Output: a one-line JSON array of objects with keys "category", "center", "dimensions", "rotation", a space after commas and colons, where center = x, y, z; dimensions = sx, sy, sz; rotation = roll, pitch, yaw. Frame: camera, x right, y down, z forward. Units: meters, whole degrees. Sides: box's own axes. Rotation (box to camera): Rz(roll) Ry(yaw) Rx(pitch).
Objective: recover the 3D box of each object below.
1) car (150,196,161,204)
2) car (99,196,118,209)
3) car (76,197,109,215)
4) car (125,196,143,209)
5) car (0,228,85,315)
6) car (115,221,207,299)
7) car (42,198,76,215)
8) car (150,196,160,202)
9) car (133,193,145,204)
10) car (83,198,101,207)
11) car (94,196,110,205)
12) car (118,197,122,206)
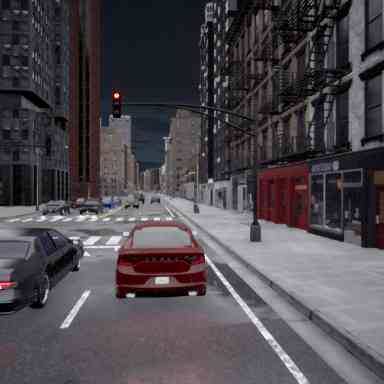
[{"category": "car", "center": [-7.115, 1.533, 65.178], "dimensions": [1.837, 1.490, 4.892], "rotation": [0, 0, -6]}, {"category": "car", "center": [-11.522, 1.495, 44.628], "dimensions": [1.882, 1.535, 5.008], "rotation": [0, 0, -6]}, {"category": "car", "center": [-10.451, 1.559, 34.984], "dimensions": [2.033, 1.411, 5.357], "rotation": [0, 0, -6]}, {"category": "car", "center": [-8.310, 1.619, 46.839], "dimensions": [1.895, 1.301, 4.718], "rotation": [0, 0, -7]}, {"category": "car", "center": [-3.909, 1.547, 7.715], "dimensions": [2.033, 1.411, 5.357], "rotation": [0, 0, -6]}, {"category": "car", "center": [-0.803, 1.478, 8.584], "dimensions": [1.882, 1.535, 5.008], "rotation": [0, 0, -6]}, {"category": "car", "center": [-13.569, 1.516, 33.648], "dimensions": [1.837, 1.490, 4.892], "rotation": [0, 0, -6]}, {"category": "car", "center": [-8.376, 1.573, 75.480], "dimensions": [2.033, 1.411, 5.357], "rotation": [0, 0, -6]}, {"category": "car", "center": [-10.481, 1.253, 66.021], "dimensions": [2.150, 2.045, 5.566], "rotation": [0, 0, -6]}, {"category": "car", "center": [-15.647, 1.623, 52.268], "dimensions": [1.895, 1.301, 4.718], "rotation": [0, 0, -6]}, {"category": "car", "center": [-16.740, 1.519, 62.211], "dimensions": [2.128, 1.511, 4.902], "rotation": [0, 0, -6]}, {"category": "car", "center": [-12.649, 1.515, 54.744], "dimensions": [2.128, 1.511, 4.902], "rotation": [0, 0, -6]}]
